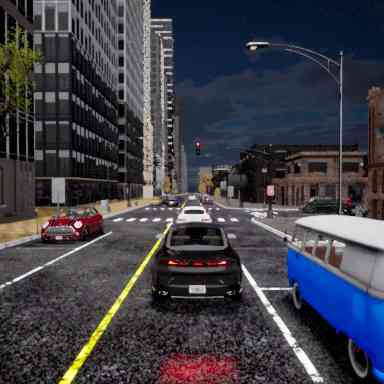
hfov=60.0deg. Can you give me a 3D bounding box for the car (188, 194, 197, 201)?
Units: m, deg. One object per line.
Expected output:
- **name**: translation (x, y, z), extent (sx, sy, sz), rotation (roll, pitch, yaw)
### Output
- **car**: translation (0.075, 1.504, 81.055), extent (1.812, 1.442, 4.674), rotation (0, 0, 0)

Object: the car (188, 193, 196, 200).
- **car**: translation (0.085, 1.256, 91.058), extent (2.097, 1.767, 4.553), rotation (0, 0, 0)

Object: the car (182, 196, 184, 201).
- **car**: translation (-2.937, 1.508, 69.176), extent (1.812, 1.442, 4.674), rotation (0, 0, 0)

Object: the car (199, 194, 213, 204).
- **car**: translation (2.732, 1.425, 59.743), extent (1.967, 1.590, 4.097), rotation (-1, 0, 0)

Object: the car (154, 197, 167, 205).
- **car**: translation (-5.613, 1.551, 59.805), extent (1.947, 1.339, 4.313), rotation (-1, 0, 0)

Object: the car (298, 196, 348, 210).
- **car**: translation (14.200, 1.467, 36.859), extent (4.553, 1.767, 2.097), rotation (1, 1, 0)

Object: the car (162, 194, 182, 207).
- **car**: translation (-3.042, 1.477, 52.081), extent (2.128, 1.511, 4.902), rotation (0, 0, 0)

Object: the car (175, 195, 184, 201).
- **car**: translation (-2.924, 1.531, 80.962), extent (1.994, 1.385, 4.181), rotation (0, 0, 0)

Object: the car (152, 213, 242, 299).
- **car**: translation (0.105, 1.502, 8.414), extent (1.837, 1.490, 4.892), rotation (0, 0, 0)

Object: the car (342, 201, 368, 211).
- **car**: translation (16.446, 1.793, 31.065), extent (4.313, 1.339, 1.947), rotation (1, 0, 1)

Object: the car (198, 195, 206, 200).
- **car**: translation (2.766, 1.530, 93.607), extent (2.008, 1.369, 4.403), rotation (-1, 0, 0)

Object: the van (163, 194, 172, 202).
- **van**: translation (-5.600, 1.323, 76.738), extent (1.690, 1.788, 3.998), rotation (-1, 0, 0)

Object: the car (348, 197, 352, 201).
- **car**: translation (16.563, 1.411, 39.441), extent (5.009, 1.841, 2.192), rotation (1, 0, 1)

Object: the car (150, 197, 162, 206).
- **car**: translation (-5.789, 1.511, 53.992), extent (1.752, 1.417, 4.829), rotation (-1, 0, 0)

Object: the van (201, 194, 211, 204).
- **van**: translation (2.736, 1.325, 65.387), extent (1.690, 1.788, 3.998), rotation (-1, 0, 0)

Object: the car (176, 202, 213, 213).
- **car**: translation (0.111, 1.520, 18.770), extent (1.812, 1.442, 4.674), rotation (0, 0, 0)

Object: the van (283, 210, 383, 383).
- **van**: translation (2.680, 1.340, 5.122), extent (1.690, 1.788, 3.998), rotation (-1, 0, 0)

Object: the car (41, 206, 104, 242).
- **car**: translation (-5.689, 1.435, 16.214), extent (1.967, 1.590, 4.097), rotation (-1, 0, 0)

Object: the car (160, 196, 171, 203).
- **car**: translation (-5.602, 1.549, 71.094), extent (1.947, 1.339, 4.313), rotation (-1, 0, 0)
